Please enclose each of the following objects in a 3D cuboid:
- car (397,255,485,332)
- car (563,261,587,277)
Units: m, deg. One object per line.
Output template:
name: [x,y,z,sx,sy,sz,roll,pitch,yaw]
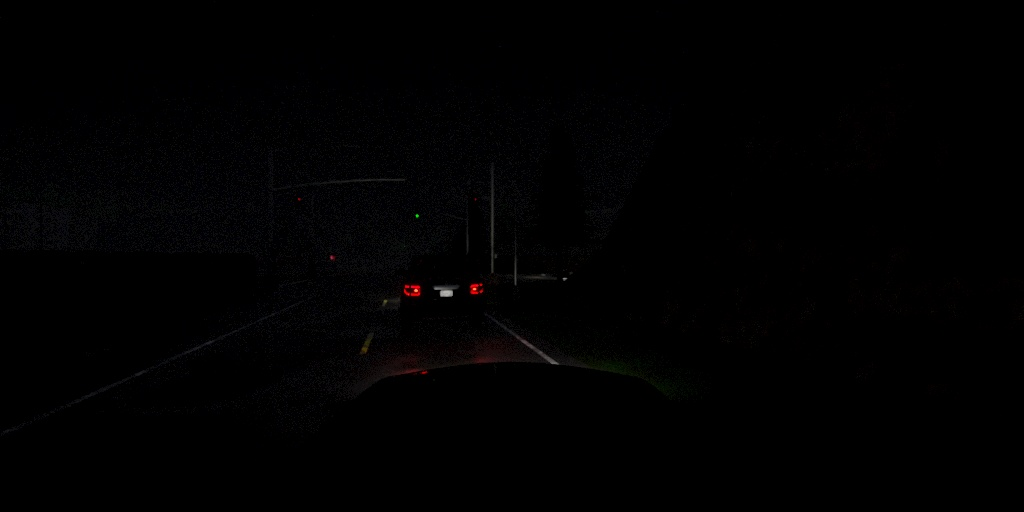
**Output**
car: [-2.328,0.981,11.211,2.150,2.045,5.566,0,0,-16]
car: [6.856,1.249,35.165,5.008,1.535,1.882,0,0,-18]
